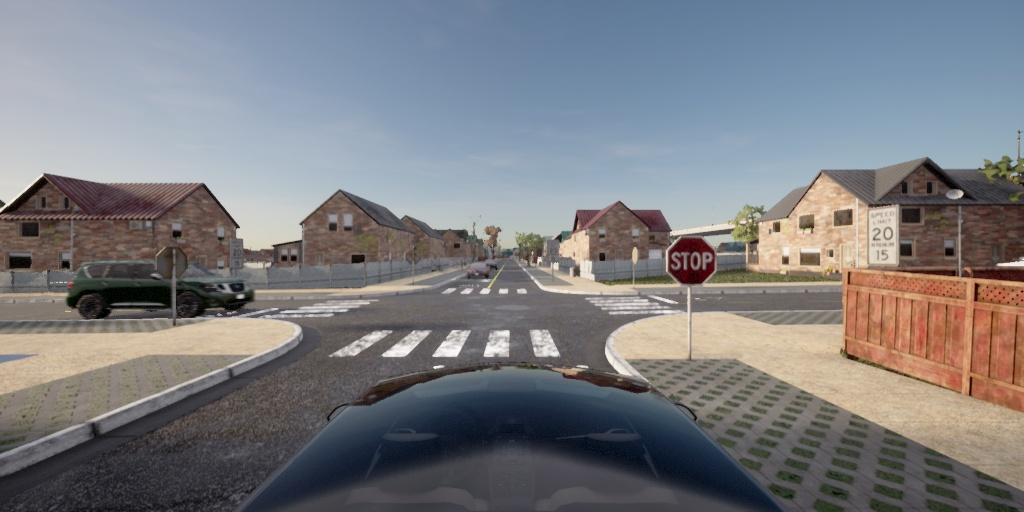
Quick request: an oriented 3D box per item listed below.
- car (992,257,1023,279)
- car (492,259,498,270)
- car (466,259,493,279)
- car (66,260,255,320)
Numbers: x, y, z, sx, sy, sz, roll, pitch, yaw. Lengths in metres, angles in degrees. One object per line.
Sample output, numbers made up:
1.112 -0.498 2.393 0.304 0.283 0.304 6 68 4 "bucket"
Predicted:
24.273 0.573 15.357 5.566 2.045 2.150 -1 0 1 "car"
-3.031 1.213 50.943 1.882 1.535 5.008 0 0 0 "car"
-2.976 1.267 32.457 1.812 1.442 4.674 0 0 0 "car"
-12.663 1.153 13.107 5.566 2.045 2.150 -1 0 1 "car"
